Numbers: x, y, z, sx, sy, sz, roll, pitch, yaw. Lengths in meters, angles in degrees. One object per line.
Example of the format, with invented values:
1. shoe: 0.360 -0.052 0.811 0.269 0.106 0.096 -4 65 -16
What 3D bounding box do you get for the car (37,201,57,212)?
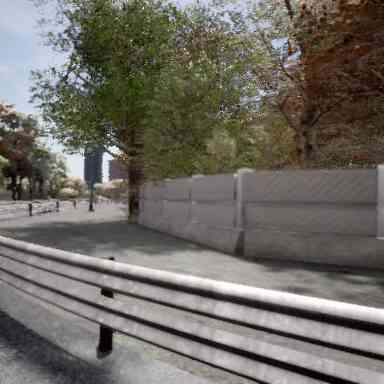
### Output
1. car: -19.893 1.975 45.734 1.812 1.442 4.674 1 -1 -7
